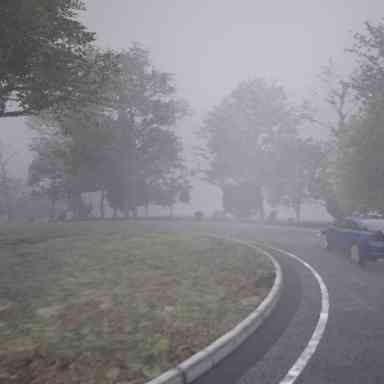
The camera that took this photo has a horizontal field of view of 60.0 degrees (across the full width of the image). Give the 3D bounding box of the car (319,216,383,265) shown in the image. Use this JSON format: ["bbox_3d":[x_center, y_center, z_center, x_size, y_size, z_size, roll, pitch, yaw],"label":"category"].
[{"bbox_3d":[6.310,1.613,12.194,1.882,1.535,5.008,0,-1,3],"label":"car"}]
